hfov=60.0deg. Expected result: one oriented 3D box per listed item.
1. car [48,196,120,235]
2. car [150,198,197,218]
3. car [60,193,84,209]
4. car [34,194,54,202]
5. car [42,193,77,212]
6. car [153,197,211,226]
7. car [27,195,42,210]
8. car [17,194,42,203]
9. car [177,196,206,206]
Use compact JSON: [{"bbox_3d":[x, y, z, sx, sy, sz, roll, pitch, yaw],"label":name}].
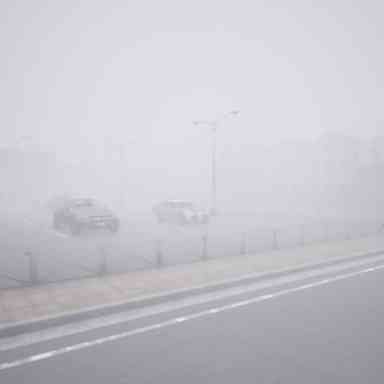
[{"bbox_3d":[-5.610,1.182,17.266,2.152,1.636,5.027,0,0,-36],"label":"car"},{"bbox_3d":[-1.687,1.350,29.122,2.007,1.523,4.514,0,0,-36],"label":"car"},{"bbox_3d":[-15.045,1.120,41.554,1.905,1.878,3.866,0,0,-36],"label":"car"},{"bbox_3d":[-34.104,1.367,76.679,3.866,1.878,1.905,0,0,-36],"label":"car"},{"bbox_3d":[-13.151,1.133,33.240,1.932,1.855,4.605,0,0,-36],"label":"car"},{"bbox_3d":[-0.574,1.275,21.256,1.970,1.475,3.806,0,0,-36],"label":"car"},{"bbox_3d":[-18.107,1.396,40.121,1.970,1.475,3.806,0,0,-36],"label":"car"},{"bbox_3d":[-34.347,1.524,69.550,4.611,1.667,2.242,0,0,-36],"label":"car"},{"bbox_3d":[-0.169,1.444,53.604,2.033,1.411,5.357,0,0,-35],"label":"car"}]
